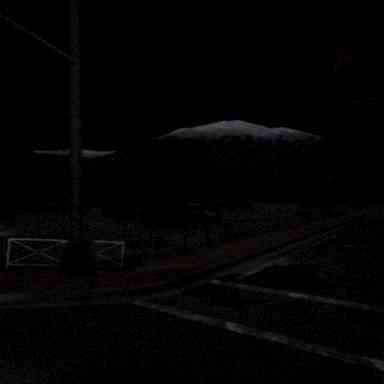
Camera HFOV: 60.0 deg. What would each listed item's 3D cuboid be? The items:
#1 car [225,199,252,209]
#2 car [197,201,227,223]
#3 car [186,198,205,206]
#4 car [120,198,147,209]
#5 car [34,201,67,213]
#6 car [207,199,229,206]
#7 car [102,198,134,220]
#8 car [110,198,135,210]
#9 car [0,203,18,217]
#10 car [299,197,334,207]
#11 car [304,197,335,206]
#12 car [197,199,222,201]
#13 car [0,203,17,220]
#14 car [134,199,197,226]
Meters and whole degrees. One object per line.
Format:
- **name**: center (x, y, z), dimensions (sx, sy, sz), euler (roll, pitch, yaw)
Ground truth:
- **car**: center (7.104, 1.805, 49.580), dimensions (3.633, 1.501, 1.845), euler (-1, -1, 35)
- **car**: center (0.443, 1.708, 26.830), dimensions (3.806, 1.475, 1.970), euler (-1, -1, 35)
- **car**: center (0.748, 2.193, 72.442), dimensions (3.633, 1.501, 1.845), euler (-1, -1, 35)
- **car**: center (-10.117, 1.920, 57.365), dimensions (4.605, 1.855, 1.932), euler (-1, -1, 35)
- **car**: center (-18.861, 1.970, 44.319), dimensions (5.027, 1.636, 2.152), euler (-1, -1, 35)
- **car**: center (5.077, 2.069, 65.719), dimensions (3.806, 1.475, 1.970), euler (-1, -1, 35)
- **car**: center (-6.499, 1.598, 31.706), dimensions (4.605, 1.855, 1.932), euler (-1, -1, 35)
- **car**: center (-11.462, 1.892, 54.756), dimensions (3.866, 1.878, 1.905), euler (-1, -1, 35)
- **car**: center (-22.308, 2.043, 38.896), dimensions (3.806, 1.475, 1.970), euler (-1, -1, 35)
- **car**: center (20.215, 1.676, 54.805), dimensions (5.027, 1.636, 2.152), euler (-1, -1, 35)
- **car**: center (21.987, 1.686, 57.395), dimensions (4.514, 1.523, 2.007), euler (-1, -1, 35)
- **car**: center (1.289, 1.785, 41.453), dimensions (4.514, 1.523, 2.007), euler (-1, -1, 35)
- **car**: center (-18.676, 1.981, 31.831), dimensions (4.514, 1.523, 2.007), euler (-1, -1, 35)
- **car**: center (-1.983, 1.435, 24.474), dimensions (3.866, 1.878, 1.905), euler (-1, -1, 35)
